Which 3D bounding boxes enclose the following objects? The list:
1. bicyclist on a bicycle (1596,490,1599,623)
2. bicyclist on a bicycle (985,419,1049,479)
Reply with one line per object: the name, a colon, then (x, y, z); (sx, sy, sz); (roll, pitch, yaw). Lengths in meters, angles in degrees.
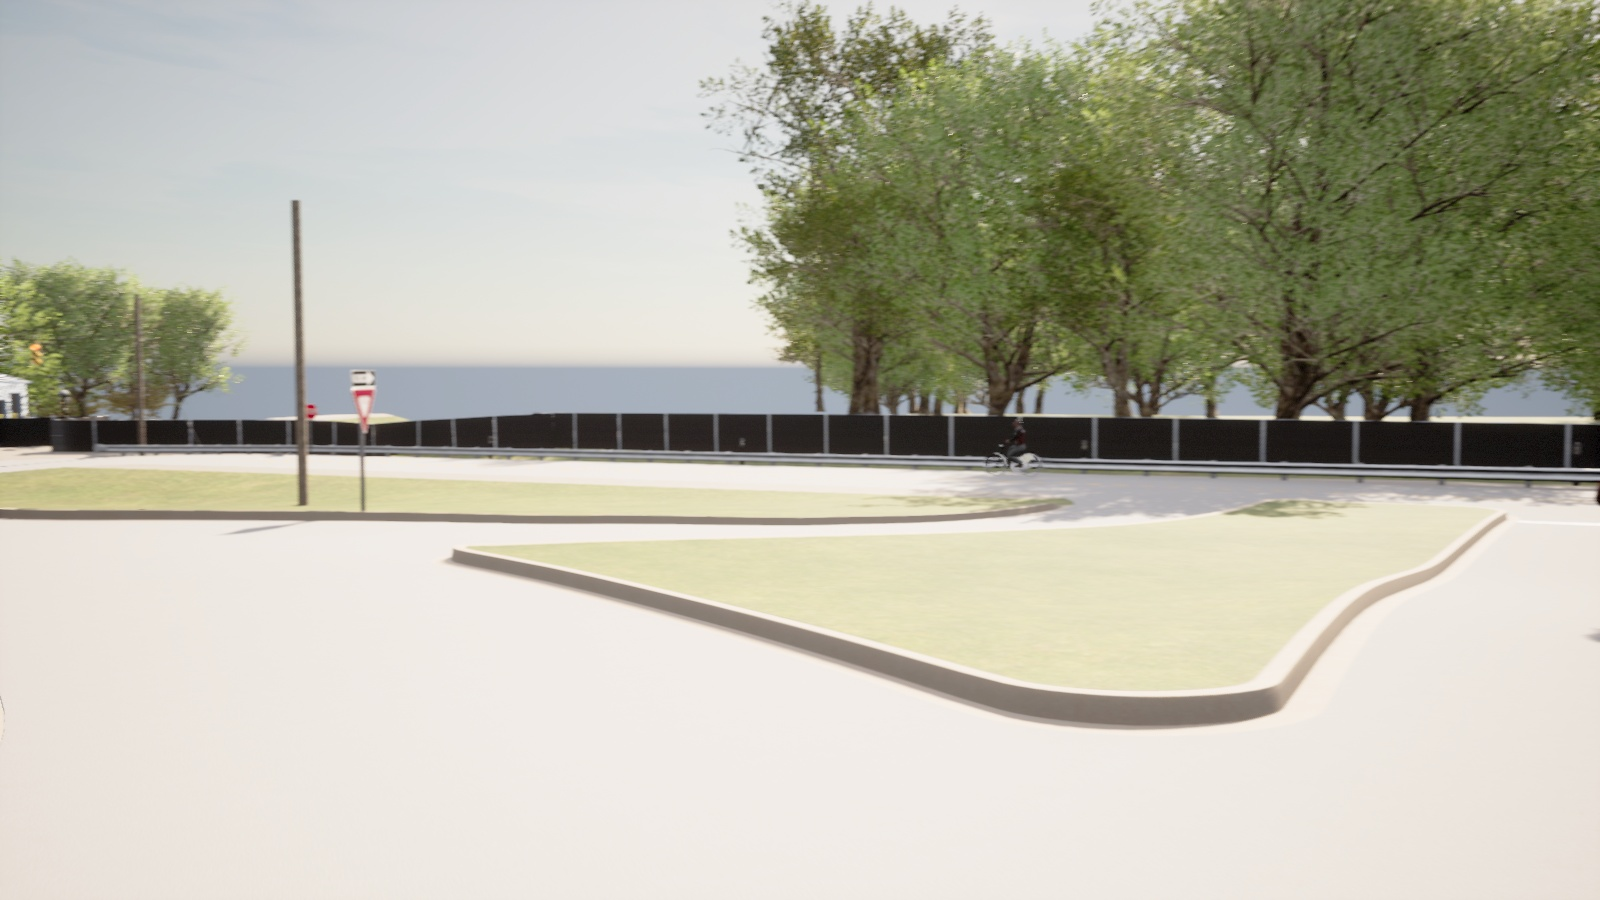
bicyclist on a bicycle: (7.301, 0.753, 10.805); (0.582, 1.620, 1.656); (2, -1, 28)
bicyclist on a bicycle: (6.683, -0.055, 38.712); (1.843, 1.776, 0.659); (2, 4, 35)
